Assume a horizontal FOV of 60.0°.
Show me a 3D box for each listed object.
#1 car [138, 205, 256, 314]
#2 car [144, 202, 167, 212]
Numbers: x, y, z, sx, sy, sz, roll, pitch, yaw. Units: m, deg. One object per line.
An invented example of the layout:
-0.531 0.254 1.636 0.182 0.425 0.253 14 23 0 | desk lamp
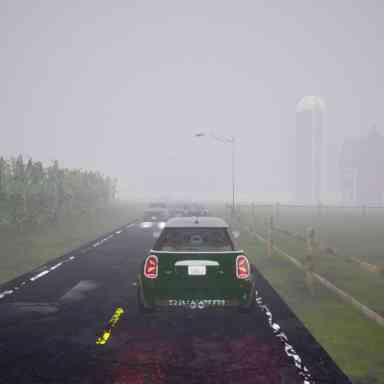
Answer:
0.098 1.351 7.775 2.097 1.767 4.553 0 0 0 | car
-2.816 1.550 27.420 2.033 1.411 5.357 0 0 0 | car
